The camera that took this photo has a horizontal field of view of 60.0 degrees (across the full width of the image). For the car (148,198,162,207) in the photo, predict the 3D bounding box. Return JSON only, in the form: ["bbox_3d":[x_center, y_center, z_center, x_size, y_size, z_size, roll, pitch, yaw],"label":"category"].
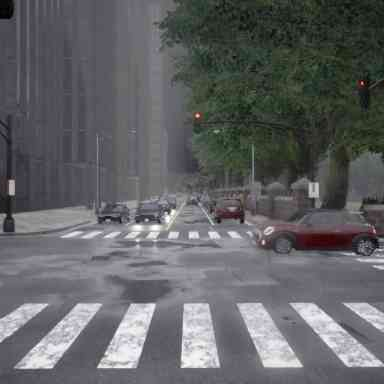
[{"bbox_3d":[-5.814,1.622,52.376,1.802,1.307,4.206,0,0,0],"label":"car"}]

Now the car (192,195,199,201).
[{"bbox_3d":[0.814,1.591,85.763,1.837,1.490,4.892,0,0,0],"label":"car"}]

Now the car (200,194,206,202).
[{"bbox_3d":[2.711,1.481,52.392,1.967,1.590,4.097,0,0,0],"label":"car"}]

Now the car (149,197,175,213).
[{"bbox_3d":[-3.121,1.547,35.247,1.812,1.442,4.674,0,0,0],"label":"car"}]

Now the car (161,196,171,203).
[{"bbox_3d":[-5.836,1.611,74.204,1.887,1.381,4.507,0,0,0],"label":"car"}]

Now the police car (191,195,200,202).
[{"bbox_3d":[0.825,1.495,75.873,1.930,1.638,5.238,0,0,0],"label":"police car"}]

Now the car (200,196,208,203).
[{"bbox_3d":[2.688,1.592,74.387,1.752,1.417,4.829,0,0,0],"label":"car"}]

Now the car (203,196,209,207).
[{"bbox_3d":[2.722,1.579,41.478,2.008,1.369,4.403,0,0,0],"label":"car"}]

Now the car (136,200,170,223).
[{"bbox_3d":[-3.126,1.559,25.610,2.033,1.411,5.357,0,0,0],"label":"car"}]

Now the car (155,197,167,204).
[{"bbox_3d":[-5.825,1.635,63.291,1.802,1.307,4.206,0,0,0],"label":"car"}]

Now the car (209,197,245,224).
[{"bbox_3d":[2.739,1.326,25.109,2.192,1.841,5.009,0,0,0],"label":"car"}]

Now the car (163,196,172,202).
[{"bbox_3d":[-5.842,1.620,79.662,1.887,1.381,4.507,0,0,0],"label":"car"}]

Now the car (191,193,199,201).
[{"bbox_3d":[0.809,1.320,91.794,2.150,2.045,5.566,0,0,0],"label":"car"}]

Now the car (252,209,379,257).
[{"bbox_3d":[4.741,1.466,13.187,4.553,1.767,2.097,1,0,0],"label":"car"}]

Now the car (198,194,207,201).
[{"bbox_3d":[2.677,1.399,85.131,2.192,1.841,5.009,0,0,0],"label":"car"}]

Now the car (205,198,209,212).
[{"bbox_3d":[2.727,1.588,36.022,1.947,1.339,4.313,0,0,0],"label":"car"}]

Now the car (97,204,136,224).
[{"bbox_3d":[-5.787,1.576,25.091,1.947,1.339,4.313,0,0,0],"label":"car"}]

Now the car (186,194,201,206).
[{"bbox_3d":[0.045,1.569,55.252,1.812,1.442,4.674,0,0,0],"label":"car"}]

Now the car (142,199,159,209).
[{"bbox_3d":[-5.809,1.616,46.919,1.802,1.307,4.206,0,0,0],"label":"car"}]

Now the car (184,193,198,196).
[{"bbox_3d":[0.025,1.407,65.015,2.097,1.767,4.553,0,0,0],"label":"car"}]

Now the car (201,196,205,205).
[{"bbox_3d":[2.716,1.585,46.935,2.008,1.369,4.403,0,0,0],"label":"car"}]

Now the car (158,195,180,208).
[{"bbox_3d":[-3.135,1.524,45.514,2.128,1.511,4.902,0,0,0],"label":"car"}]
